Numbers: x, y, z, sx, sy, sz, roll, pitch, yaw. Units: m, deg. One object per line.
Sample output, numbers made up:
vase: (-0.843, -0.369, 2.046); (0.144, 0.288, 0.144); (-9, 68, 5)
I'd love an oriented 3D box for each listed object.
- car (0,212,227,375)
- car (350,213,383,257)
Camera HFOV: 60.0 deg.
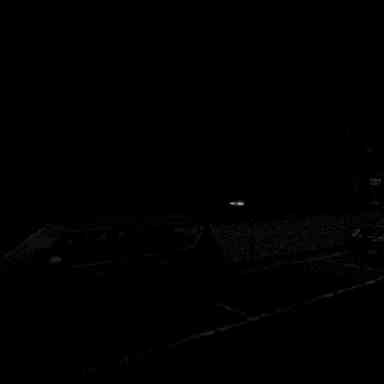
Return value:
car: (-1.680, 1.313, 5.444); (5.009, 1.841, 2.192); (0, 0, -35)
car: (7.496, 1.428, 11.989); (4.097, 1.590, 1.967); (0, 0, -35)
